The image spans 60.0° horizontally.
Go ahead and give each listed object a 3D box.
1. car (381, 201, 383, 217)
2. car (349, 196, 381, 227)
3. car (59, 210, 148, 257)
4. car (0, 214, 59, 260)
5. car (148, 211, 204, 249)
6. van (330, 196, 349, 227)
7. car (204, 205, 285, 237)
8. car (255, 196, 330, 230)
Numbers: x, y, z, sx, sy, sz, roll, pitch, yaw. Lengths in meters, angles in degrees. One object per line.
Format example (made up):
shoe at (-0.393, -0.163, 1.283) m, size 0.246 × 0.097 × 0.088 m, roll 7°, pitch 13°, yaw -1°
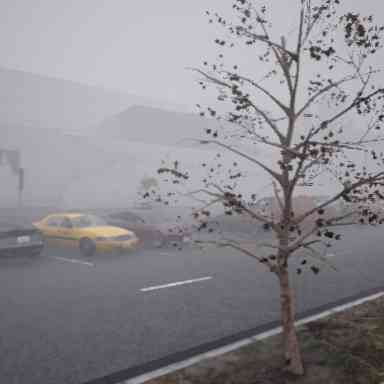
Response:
car at (12.362, 1.568, 25.418) m, size 4.892 × 1.521 × 2.231 m, roll -1°, pitch -1°, yaw 34°
car at (9.954, 1.315, 23.681) m, size 5.566 × 2.045 × 2.435 m, roll -1°, pitch -1°, yaw 34°
car at (-4.493, 1.519, 13.193) m, size 5.366 × 1.575 × 1.946 m, roll -1°, pitch -1°, yaw 34°
car at (-7.108, 1.534, 11.573) m, size 4.792 × 1.488 × 2.163 m, roll -1°, pitch -1°, yaw 34°
car at (-2.194, 1.571, 15.011) m, size 4.792 × 1.488 × 2.163 m, roll -1°, pitch -1°, yaw 35°
van at (7.598, 1.340, 21.899) m, size 4.442 × 1.987 × 1.878 m, roll -1°, pitch -1°, yaw 35°
car at (2.642, 1.601, 18.489) m, size 4.674 × 1.452 × 2.002 m, roll -1°, pitch -1°, yaw 34°
car at (5.042, 1.315, 20.241) m, size 5.566 × 2.045 × 2.435 m, roll -1°, pitch -1°, yaw 34°
